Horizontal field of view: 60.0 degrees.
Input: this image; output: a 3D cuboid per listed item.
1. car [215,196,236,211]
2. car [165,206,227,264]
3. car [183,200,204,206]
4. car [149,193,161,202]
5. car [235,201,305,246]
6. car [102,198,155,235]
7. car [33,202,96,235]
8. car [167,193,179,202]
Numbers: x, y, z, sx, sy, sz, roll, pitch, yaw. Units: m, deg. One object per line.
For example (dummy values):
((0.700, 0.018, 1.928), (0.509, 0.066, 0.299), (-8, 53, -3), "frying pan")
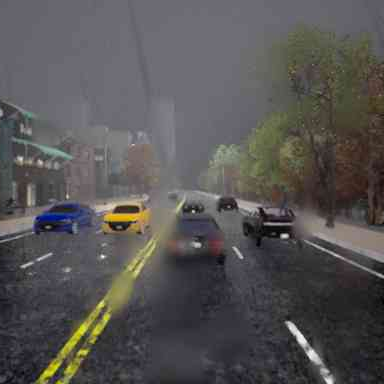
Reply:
((3.362, 1.177, 32.819), (1.882, 1.535, 5.008), (0, 1, 0), "car")
((0.104, 1.443, 11.377), (2.033, 1.411, 5.357), (0, 1, 0), "car")
((0.111, 1.327, 29.940), (1.895, 1.301, 4.718), (0, 1, 0), "car")
((-6.514, 0.963, 59.051), (1.837, 1.490, 4.892), (0, 1, 1), "car")
((3.354, 1.359, 14.450), (2.128, 1.511, 4.902), (0, 1, 0), "car")
((-3.343, 1.315, 17.765), (1.882, 1.535, 5.008), (0, 1, 0), "car")
((-6.593, 1.315, 17.753), (1.882, 1.535, 5.008), (0, 1, 0), "car")
((-3.268, 0.962, 59.142), (1.837, 1.490, 4.892), (0, 1, 1), "car")
